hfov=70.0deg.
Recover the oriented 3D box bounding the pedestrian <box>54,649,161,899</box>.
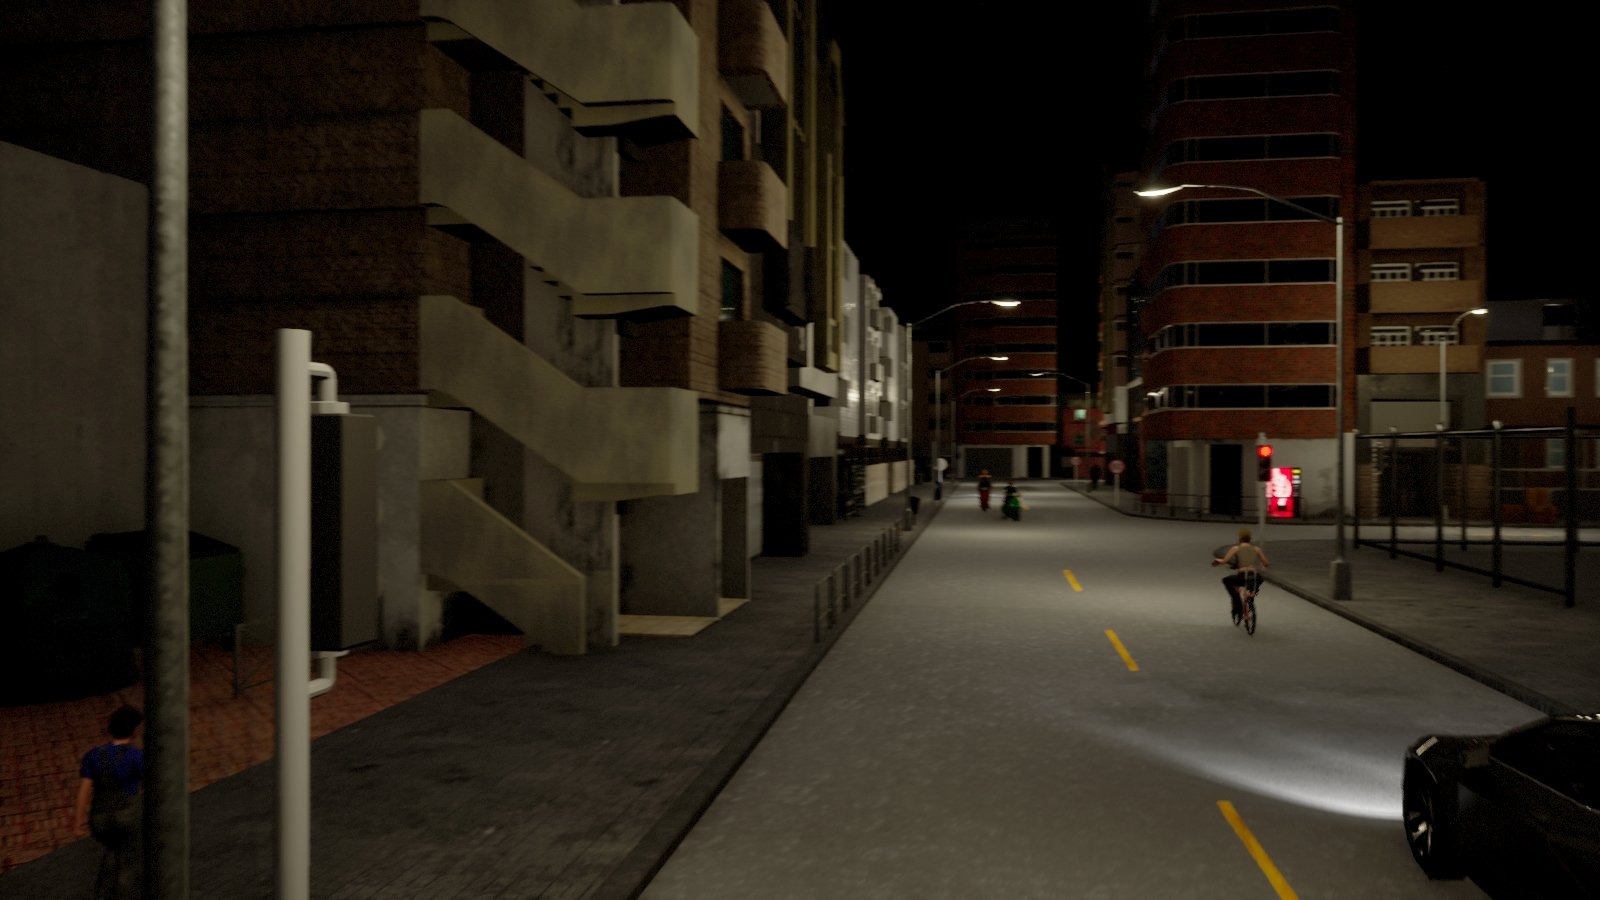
[{"bbox_3d":[-3.855,1.797,6.373,0.375,1.300,0.375,0,0,-3],"label":"pedestrian"}]

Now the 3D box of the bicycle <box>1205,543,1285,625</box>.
[{"bbox_3d":[6.851,2.042,17.658,0.859,1.080,1.487,0,0,9],"label":"bicycle"}]

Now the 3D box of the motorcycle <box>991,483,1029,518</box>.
[{"bbox_3d":[8.204,1.964,44.737,0.856,1.236,1.805,3,0,-10],"label":"motorcycle"}]

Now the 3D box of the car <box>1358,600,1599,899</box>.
[{"bbox_3d":[4.766,1.848,5.843,2.163,1.488,4.792,0,0,10],"label":"car"}]
